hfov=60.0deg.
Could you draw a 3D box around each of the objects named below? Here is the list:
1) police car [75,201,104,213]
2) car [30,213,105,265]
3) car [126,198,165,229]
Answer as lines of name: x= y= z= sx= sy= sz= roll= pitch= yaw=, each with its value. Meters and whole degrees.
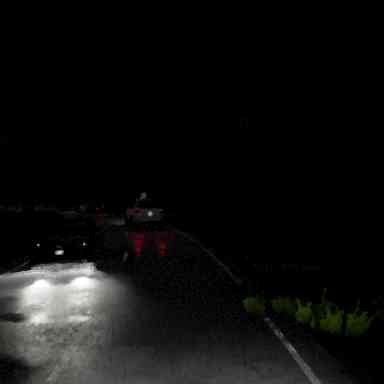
police car: x=-13.327 y=1.976 z=42.811 sx=2.038 sy=1.542 sz=4.974 roll=0 pitch=-1 yaw=-43
car: x=-4.388 y=1.703 z=12.296 sx=1.994 sy=1.385 sz=4.181 roll=0 pitch=-1 yaw=-8
car: x=-3.464 y=1.478 z=23.921 sx=2.150 sy=2.045 sz=5.566 roll=0 pitch=-1 yaw=-17
